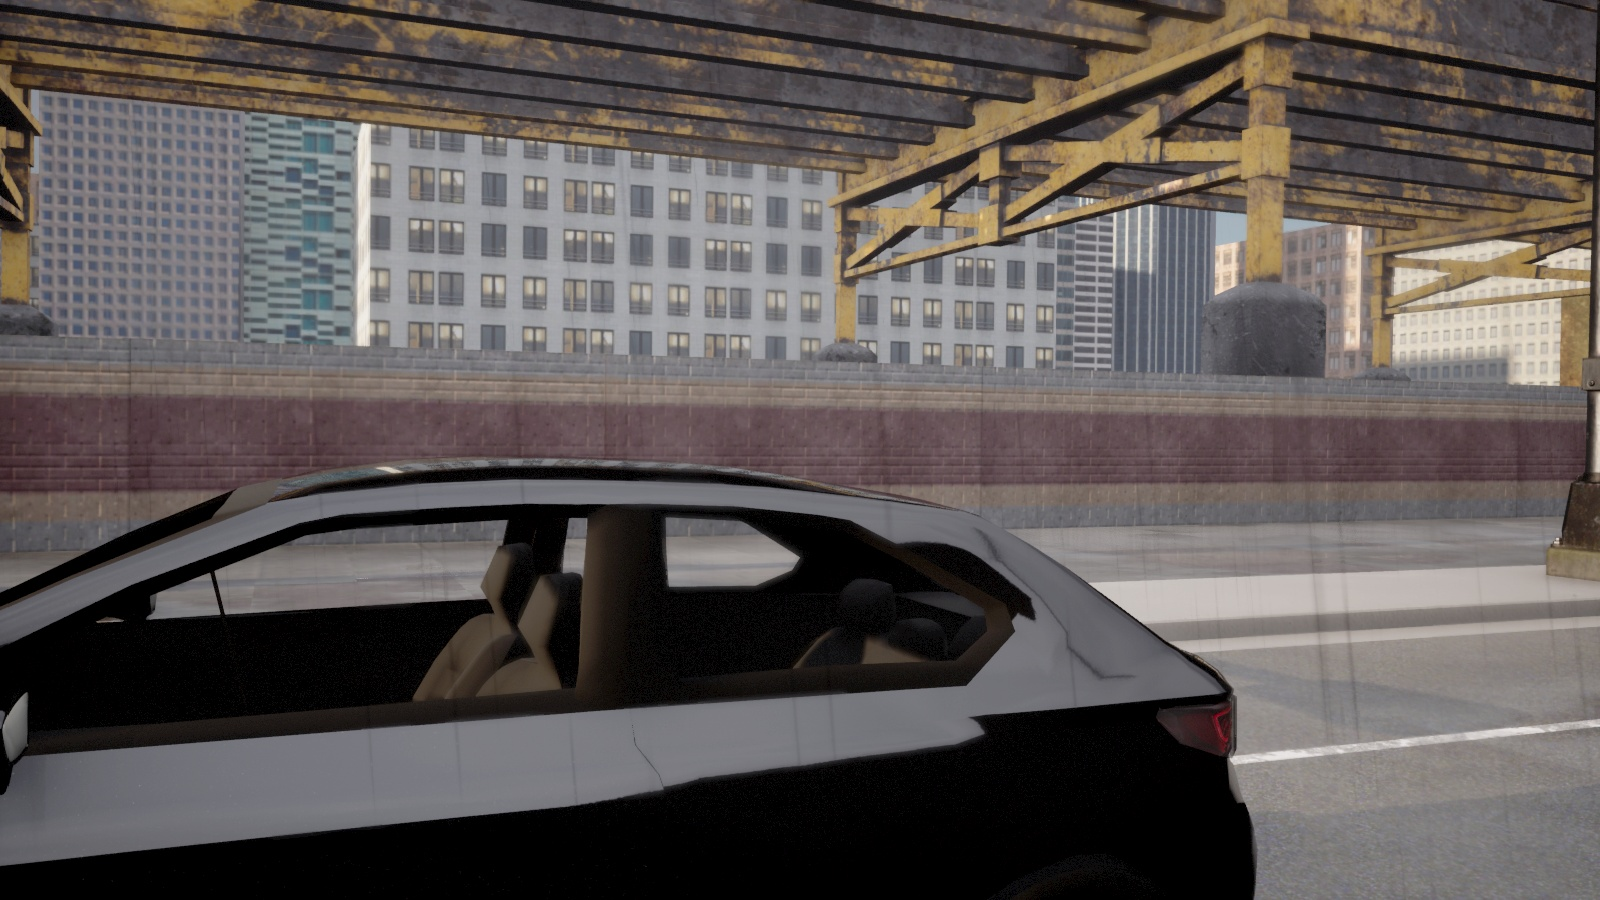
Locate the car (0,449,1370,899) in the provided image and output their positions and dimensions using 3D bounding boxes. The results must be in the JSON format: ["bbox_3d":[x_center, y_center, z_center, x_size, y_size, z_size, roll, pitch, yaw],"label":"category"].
[{"bbox_3d":[-1.042,0.777,2.843,4.193,1.474,1.816,-1,1,-21],"label":"car"}]
